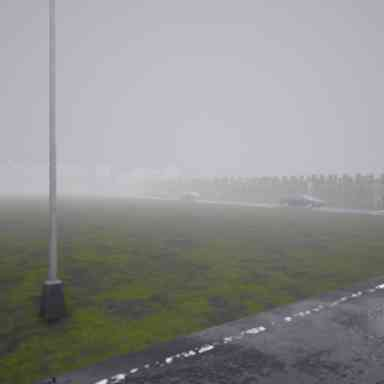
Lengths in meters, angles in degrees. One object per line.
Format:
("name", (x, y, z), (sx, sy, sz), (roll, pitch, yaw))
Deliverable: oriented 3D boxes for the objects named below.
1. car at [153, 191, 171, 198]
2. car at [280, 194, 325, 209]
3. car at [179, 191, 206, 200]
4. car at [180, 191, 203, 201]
("car", (-6.023, 0.490, 66.129), (1.994, 1.385, 4.181), (0, 1, -36))
("car", (11.968, 0.993, 36.182), (1.882, 1.535, 5.008), (0, 1, -36))
("car", (0.004, 0.594, 57.819), (2.128, 1.511, 4.902), (0, 1, -35))
("car", (-0.110, 0.677, 53.057), (1.812, 1.442, 4.674), (0, 1, -35))
